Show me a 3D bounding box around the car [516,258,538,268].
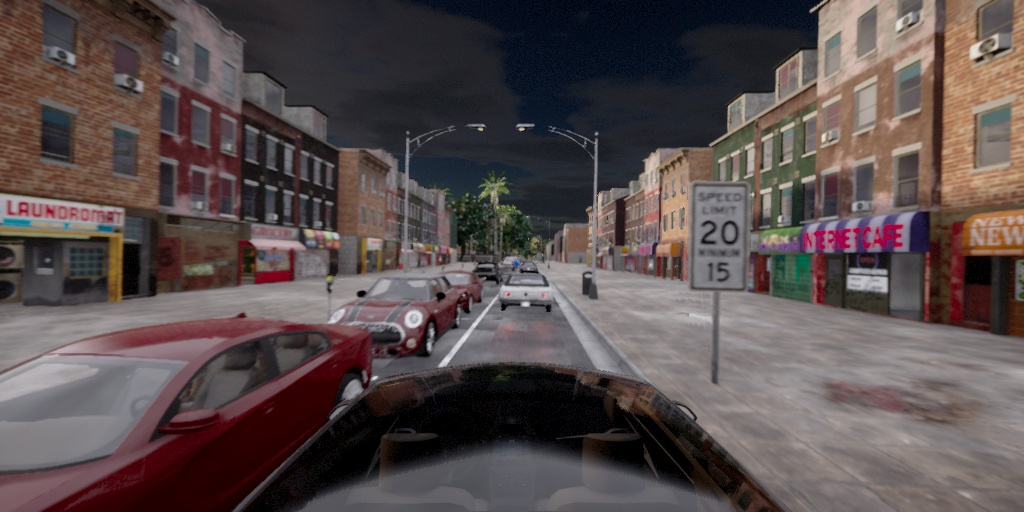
[{"bbox_3d":[1.824,1.290,39.128,1.994,1.385,4.181,1,0,3],"label":"car"}]

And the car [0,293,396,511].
[{"bbox_3d":[-2.692,1.238,2.739,1.888,1.381,4.507,0,0,3],"label":"car"}]

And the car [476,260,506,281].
[{"bbox_3d":[-1.677,1.177,25.459,1.837,1.490,4.892,1,0,3],"label":"car"}]

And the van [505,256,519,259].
[{"bbox_3d":[-0.285,1.020,51.855,1.690,1.789,3.998,0,0,3],"label":"van"}]

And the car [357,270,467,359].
[{"bbox_3d":[-2.427,1.128,8.197,1.967,1.591,4.097,0,0,3],"label":"car"}]

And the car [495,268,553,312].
[{"bbox_3d":[0.591,1.340,14.332,1.895,1.301,4.718,1,0,3],"label":"car"}]

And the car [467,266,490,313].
[{"bbox_3d":[-2.159,1.229,13.655,1.888,1.381,4.507,0,0,3],"label":"car"}]

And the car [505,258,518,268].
[{"bbox_3d":[-0.552,1.256,46.397,1.802,1.307,4.207,0,0,3],"label":"car"}]
